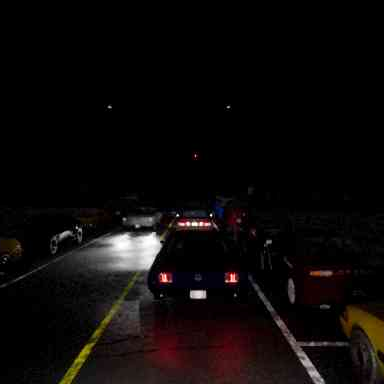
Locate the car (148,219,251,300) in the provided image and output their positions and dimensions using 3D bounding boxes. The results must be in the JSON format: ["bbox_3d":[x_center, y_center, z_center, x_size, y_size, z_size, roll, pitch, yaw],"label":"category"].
[{"bbox_3d":[0.117,1.598,8.340,1.895,1.301,4.718,0,0,0],"label":"car"}]

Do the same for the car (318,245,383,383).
[{"bbox_3d":[2.765,1.524,2.482,1.752,1.417,4.829,0,0,0],"label":"car"}]

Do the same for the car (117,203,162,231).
[{"bbox_3d":[-3.015,1.595,20.667,1.895,1.301,4.718,0,0,1],"label":"car"}]

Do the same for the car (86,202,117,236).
[{"bbox_3d":[-5.727,1.520,18.473,1.752,1.417,4.829,0,0,0],"label":"car"}]

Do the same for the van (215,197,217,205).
[{"bbox_3d":[2.810,1.335,24.062,1.690,1.788,3.998,0,0,0],"label":"van"}]

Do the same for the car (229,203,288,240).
[{"bbox_3d":[2.787,1.436,13.187,1.967,1.590,4.097,0,0,0],"label":"car"}]

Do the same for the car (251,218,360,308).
[{"bbox_3d":[2.776,1.542,7.750,1.887,1.381,4.507,0,0,0],"label":"car"}]

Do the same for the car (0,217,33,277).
[{"bbox_3d":[-5.750,1.523,7.598,1.752,1.417,4.829,0,0,0],"label":"car"}]

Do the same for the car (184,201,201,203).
[{"bbox_3d":[0.055,1.472,27.758,1.882,1.535,5.008,0,0,0],"label":"car"}]

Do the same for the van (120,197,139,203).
[{"bbox_3d":[-5.704,1.335,29.518,1.690,1.788,3.998,0,0,0],"label":"van"}]

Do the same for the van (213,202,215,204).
[{"bbox_3d":[2.822,1.335,29.500,1.690,1.788,3.998,0,0,0],"label":"van"}]

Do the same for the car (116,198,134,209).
[{"bbox_3d":[-5.715,1.434,24.080,1.967,1.590,4.097,0,0,0],"label":"car"}]

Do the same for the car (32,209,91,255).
[{"bbox_3d":[-5.738,1.562,13.205,1.947,1.339,4.313,0,0,0],"label":"car"}]

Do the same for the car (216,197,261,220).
[{"bbox_3d":[2.799,1.310,18.625,2.192,1.841,5.009,0,0,0],"label":"car"}]

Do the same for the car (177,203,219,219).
[{"bbox_3d":[0.134,1.543,17.930,2.033,1.411,5.357,0,0,0],"label":"car"}]
